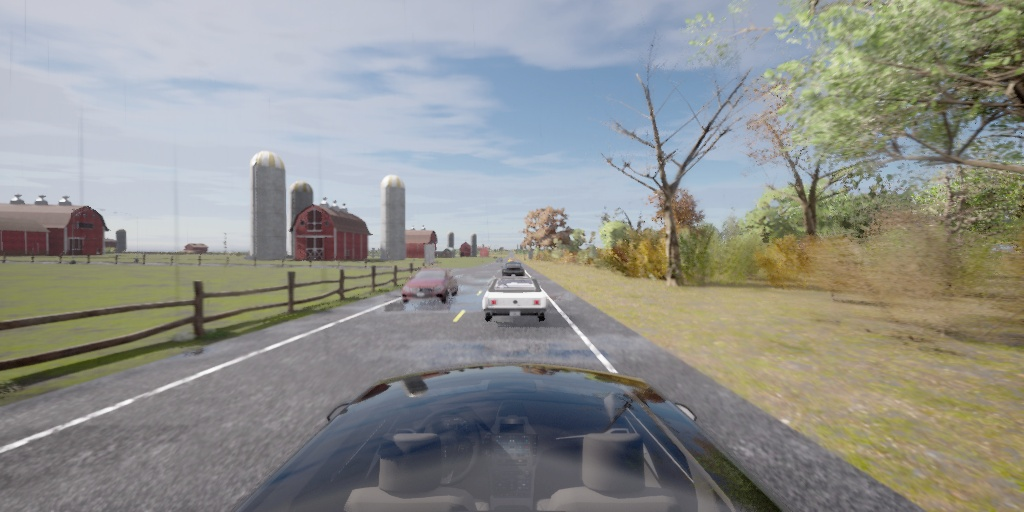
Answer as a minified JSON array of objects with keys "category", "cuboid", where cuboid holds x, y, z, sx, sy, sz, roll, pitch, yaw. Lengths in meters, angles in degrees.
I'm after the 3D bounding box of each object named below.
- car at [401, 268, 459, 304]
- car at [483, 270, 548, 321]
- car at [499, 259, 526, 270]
[{"category":"car","cuboid":[-3.600,1.274,16.479,1.812,1.442,4.674,0,0,0]},{"category":"car","cuboid":[0.093,1.350,12.423,1.895,1.301,4.718,0,0,0]},{"category":"car","cuboid":[0.094,1.251,30.201,1.837,1.490,4.892,0,0,0]}]
